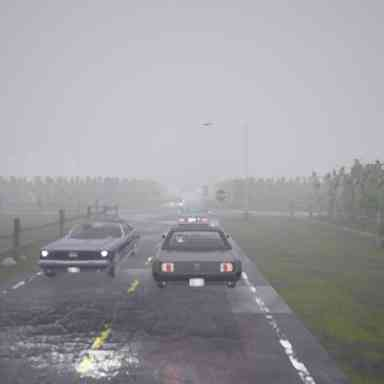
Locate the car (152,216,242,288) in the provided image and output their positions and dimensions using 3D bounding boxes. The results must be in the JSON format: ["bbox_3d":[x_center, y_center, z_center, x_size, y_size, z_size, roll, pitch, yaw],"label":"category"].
[{"bbox_3d":[0.102,1.566,9.072,1.895,1.301,4.718,0,0,0],"label":"car"}]

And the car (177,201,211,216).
[{"bbox_3d":[0.122,1.470,19.573,2.033,1.411,5.357,0,0,1],"label":"car"}]

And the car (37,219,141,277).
[{"bbox_3d":[-2.844,1.561,10.205,1.895,1.301,4.718,0,0,0],"label":"car"}]

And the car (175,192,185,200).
[{"bbox_3d":[-2.778,1.006,77.092,2.097,1.767,4.553,0,0,0],"label":"car"}]

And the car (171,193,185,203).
[{"bbox_3d":[-2.812,1.329,62.165,1.895,1.301,4.718,0,0,1],"label":"car"}]
